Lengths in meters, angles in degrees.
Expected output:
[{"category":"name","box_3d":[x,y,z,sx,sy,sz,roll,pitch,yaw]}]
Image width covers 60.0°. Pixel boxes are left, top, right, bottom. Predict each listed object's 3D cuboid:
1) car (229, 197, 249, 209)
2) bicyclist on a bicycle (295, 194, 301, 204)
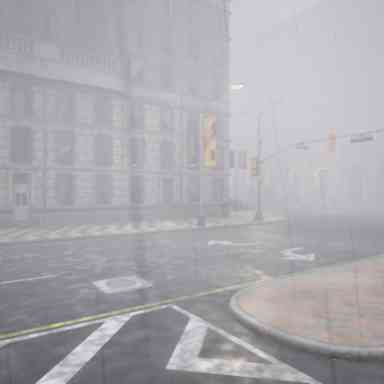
[{"category":"car","box_3d":[5.385,1.460,44.137,2.128,1.511,4.902,0,0,-35]},{"category":"bicyclist on a bicycle","box_3d":[18.210,1.250,57.186,1.656,1.620,0.582,0,0,-35]}]
